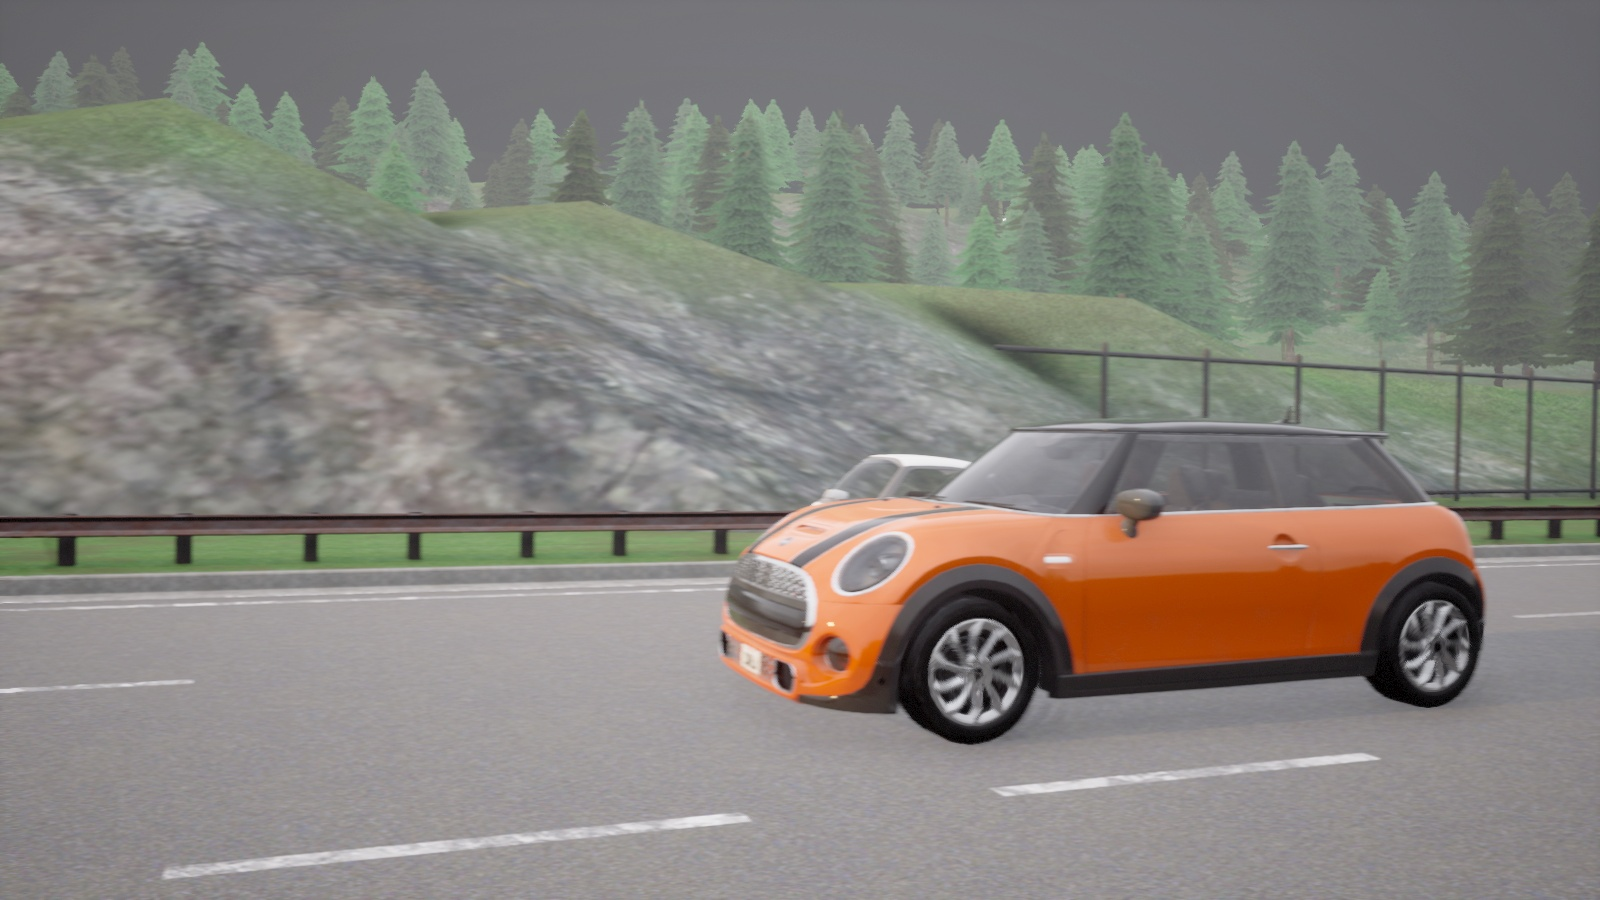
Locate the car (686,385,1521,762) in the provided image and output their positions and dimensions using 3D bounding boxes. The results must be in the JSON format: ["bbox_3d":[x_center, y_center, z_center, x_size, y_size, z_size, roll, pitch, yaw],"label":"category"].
[{"bbox_3d":[1.794,0.547,7.659,4.553,1.767,2.097,-1,1,-21],"label":"car"}]

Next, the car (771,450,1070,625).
[{"bbox_3d":[1.028,0.699,11.113,2.207,1.376,1.481,0,1,-21],"label":"car"}]
